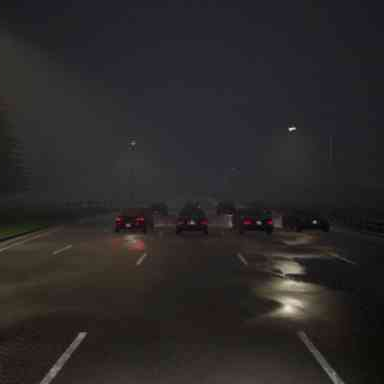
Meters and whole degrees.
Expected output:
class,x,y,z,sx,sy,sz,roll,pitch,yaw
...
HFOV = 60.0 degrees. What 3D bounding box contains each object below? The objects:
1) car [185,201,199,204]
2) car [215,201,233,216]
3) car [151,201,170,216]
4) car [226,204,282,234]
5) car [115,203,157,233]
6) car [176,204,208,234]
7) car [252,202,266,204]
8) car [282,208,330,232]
class,x,y,z,sx,sy,sz,roll,pitch,yaw
car,0.051,1.698,34.511,2.128,1.511,4.902,0,0,1
car,3.562,1.690,35.693,1.882,1.535,5.008,0,0,1
car,-3.449,1.698,34.501,2.128,1.511,4.902,0,0,1
car,3.509,1.667,19.919,2.033,1.411,5.357,0,0,0
car,-3.486,1.649,20.588,1.812,1.442,4.674,0,0,0
car,0.008,1.666,19.837,2.033,1.411,5.357,0,0,0
car,7.057,1.734,35.120,1.812,1.442,4.674,0,0,1
car,7.015,1.689,20.948,1.994,1.385,4.181,0,0,1
